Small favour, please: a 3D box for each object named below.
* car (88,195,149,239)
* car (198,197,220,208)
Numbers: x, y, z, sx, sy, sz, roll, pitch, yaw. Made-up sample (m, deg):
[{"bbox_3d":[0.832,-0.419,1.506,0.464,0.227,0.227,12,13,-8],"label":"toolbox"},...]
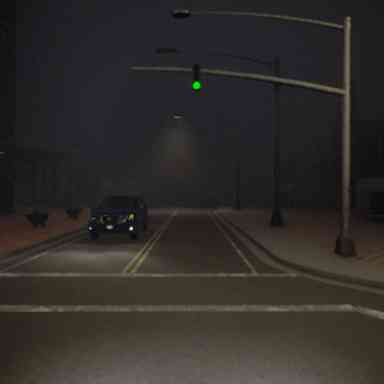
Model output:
[{"bbox_3d":[-3.594,1.177,17.303,2.150,2.045,5.566,0,0,0],"label":"car"},{"bbox_3d":[2.447,1.483,47.217,1.812,1.442,4.674,0,0,22],"label":"car"}]
